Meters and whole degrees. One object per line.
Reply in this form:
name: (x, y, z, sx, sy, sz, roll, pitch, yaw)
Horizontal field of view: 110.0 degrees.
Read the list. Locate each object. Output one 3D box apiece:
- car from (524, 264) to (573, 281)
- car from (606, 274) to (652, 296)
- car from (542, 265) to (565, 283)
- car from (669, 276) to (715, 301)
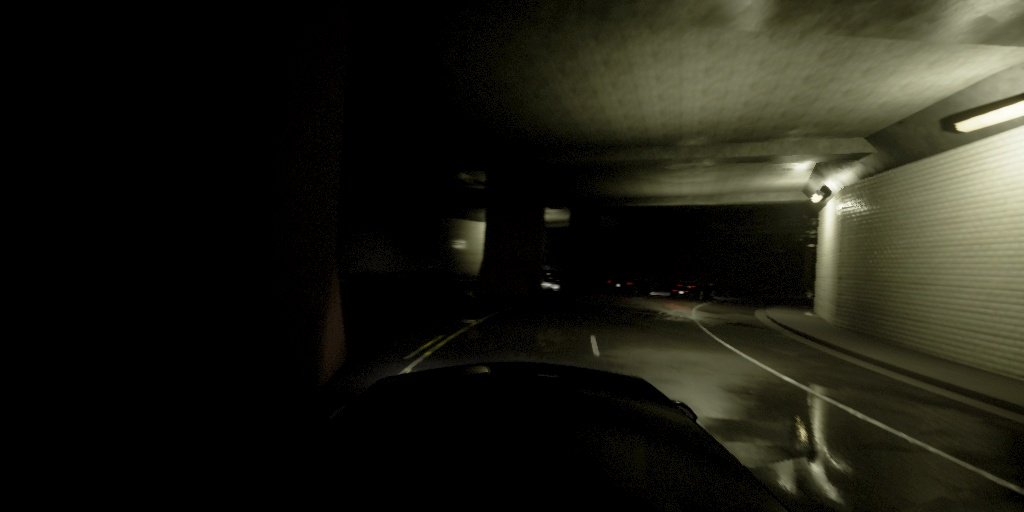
car: (3.711, 1.679, 35.848, 4.902, 1.511, 2.128, 4, -1, -45)
car: (8.218, 1.960, 24.966, 1.994, 1.385, 4.181, 3, -1, 40)
car: (4.601, 1.780, 31.658, 1.994, 1.385, 4.181, 3, 0, 42)
car: (12.288, 2.147, 24.376, 1.837, 1.490, 4.892, 2, -1, 42)
